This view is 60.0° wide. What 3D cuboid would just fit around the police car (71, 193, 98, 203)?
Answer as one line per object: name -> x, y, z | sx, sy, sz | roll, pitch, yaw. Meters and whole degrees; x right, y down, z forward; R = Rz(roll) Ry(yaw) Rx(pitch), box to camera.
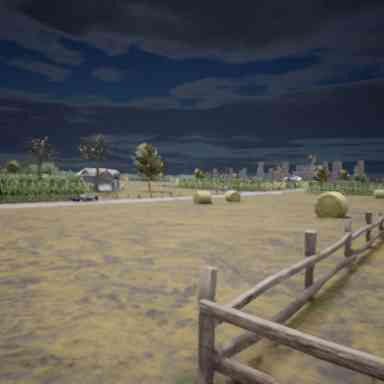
police car -> -19.843, 1.067, 61.680 | 1.930, 1.638, 5.238 | 3, 2, 36
